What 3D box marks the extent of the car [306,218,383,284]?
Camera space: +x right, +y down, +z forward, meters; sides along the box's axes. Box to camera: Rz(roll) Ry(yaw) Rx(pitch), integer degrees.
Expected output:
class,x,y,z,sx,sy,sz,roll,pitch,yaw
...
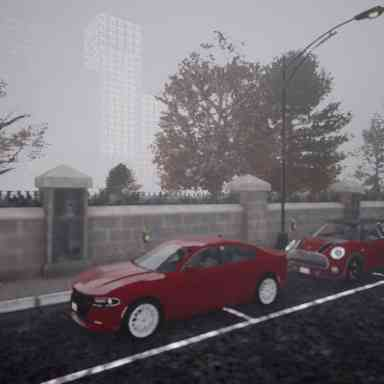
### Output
class,x,y,z,sx,sy,sz,roll,pitch,yaw
car,4.563,1.534,9.818,4.097,1.590,1.967,1,0,-36

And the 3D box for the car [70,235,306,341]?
class,x,y,z,sx,sy,sz,roll,pitch,yaw
car,-0.018,1.580,6.548,4.507,1.381,1.887,1,0,-36
